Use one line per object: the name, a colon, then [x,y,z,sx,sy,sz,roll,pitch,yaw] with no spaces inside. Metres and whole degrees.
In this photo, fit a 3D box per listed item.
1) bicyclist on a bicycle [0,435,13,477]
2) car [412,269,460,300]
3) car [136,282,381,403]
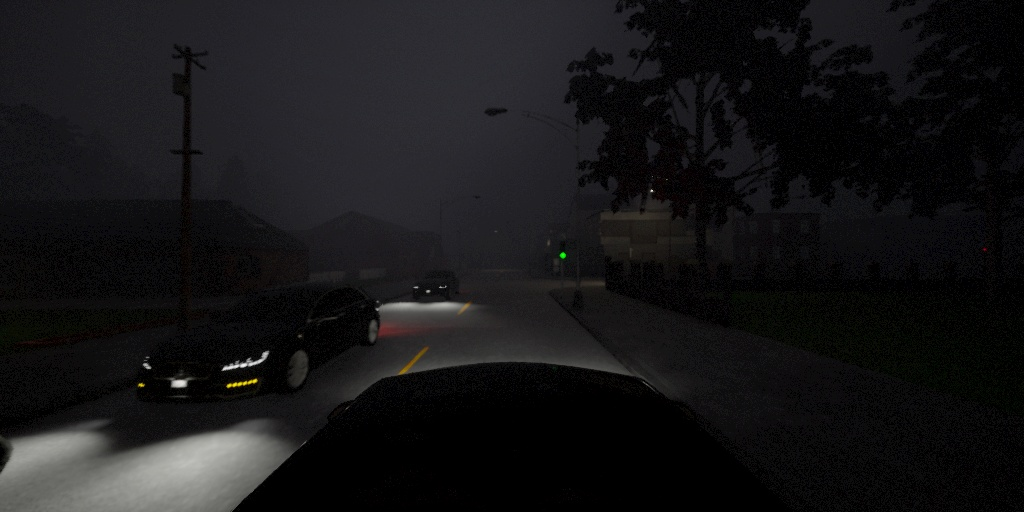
bicyclist on a bicycle: [-3.002,1.201,1.657,1.656,1.620,0.582,0,-1,0]
car: [-3.975,1.466,19.437,1.837,1.490,4.892,0,-1,0]
car: [-4.082,1.312,6.836,1.837,1.490,4.892,0,0,0]
